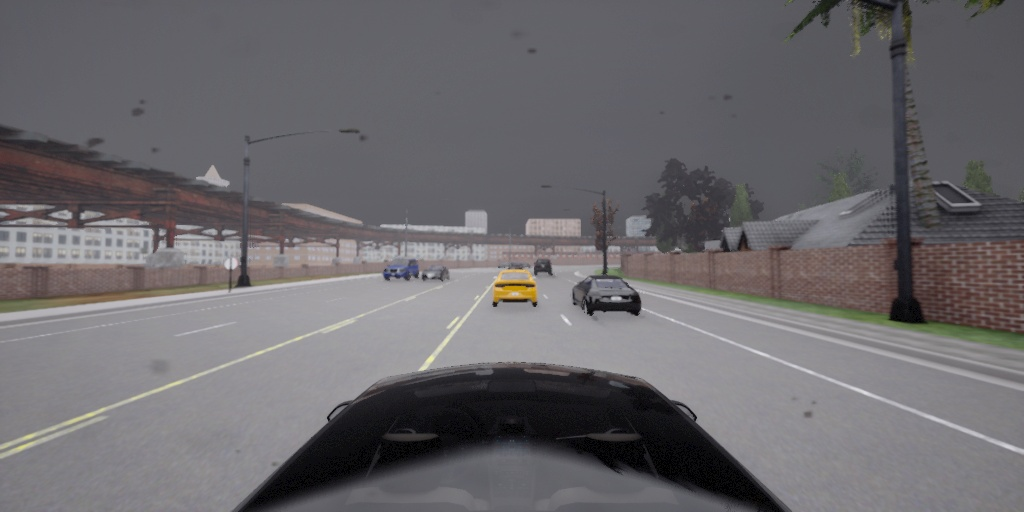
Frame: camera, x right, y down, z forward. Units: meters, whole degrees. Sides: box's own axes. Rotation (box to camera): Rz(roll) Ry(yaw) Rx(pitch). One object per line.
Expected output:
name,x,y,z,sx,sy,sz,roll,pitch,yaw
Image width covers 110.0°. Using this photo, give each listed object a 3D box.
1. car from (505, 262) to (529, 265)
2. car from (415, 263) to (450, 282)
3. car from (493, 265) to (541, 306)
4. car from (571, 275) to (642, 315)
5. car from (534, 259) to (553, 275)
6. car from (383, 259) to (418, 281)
car,0.765,1.665,48.033,2.128,1.511,4.902,0,0,7
car,-6.978,1.544,33.111,2.128,1.511,4.902,0,-1,1
car,0.134,1.391,16.874,1.882,1.535,5.008,0,0,0
car,3.625,1.458,14.406,1.994,1.385,4.181,0,0,0
car,3.991,1.379,45.634,2.150,2.045,5.566,-1,0,5
car,-10.483,1.284,34.454,2.150,2.045,5.566,0,-1,0
